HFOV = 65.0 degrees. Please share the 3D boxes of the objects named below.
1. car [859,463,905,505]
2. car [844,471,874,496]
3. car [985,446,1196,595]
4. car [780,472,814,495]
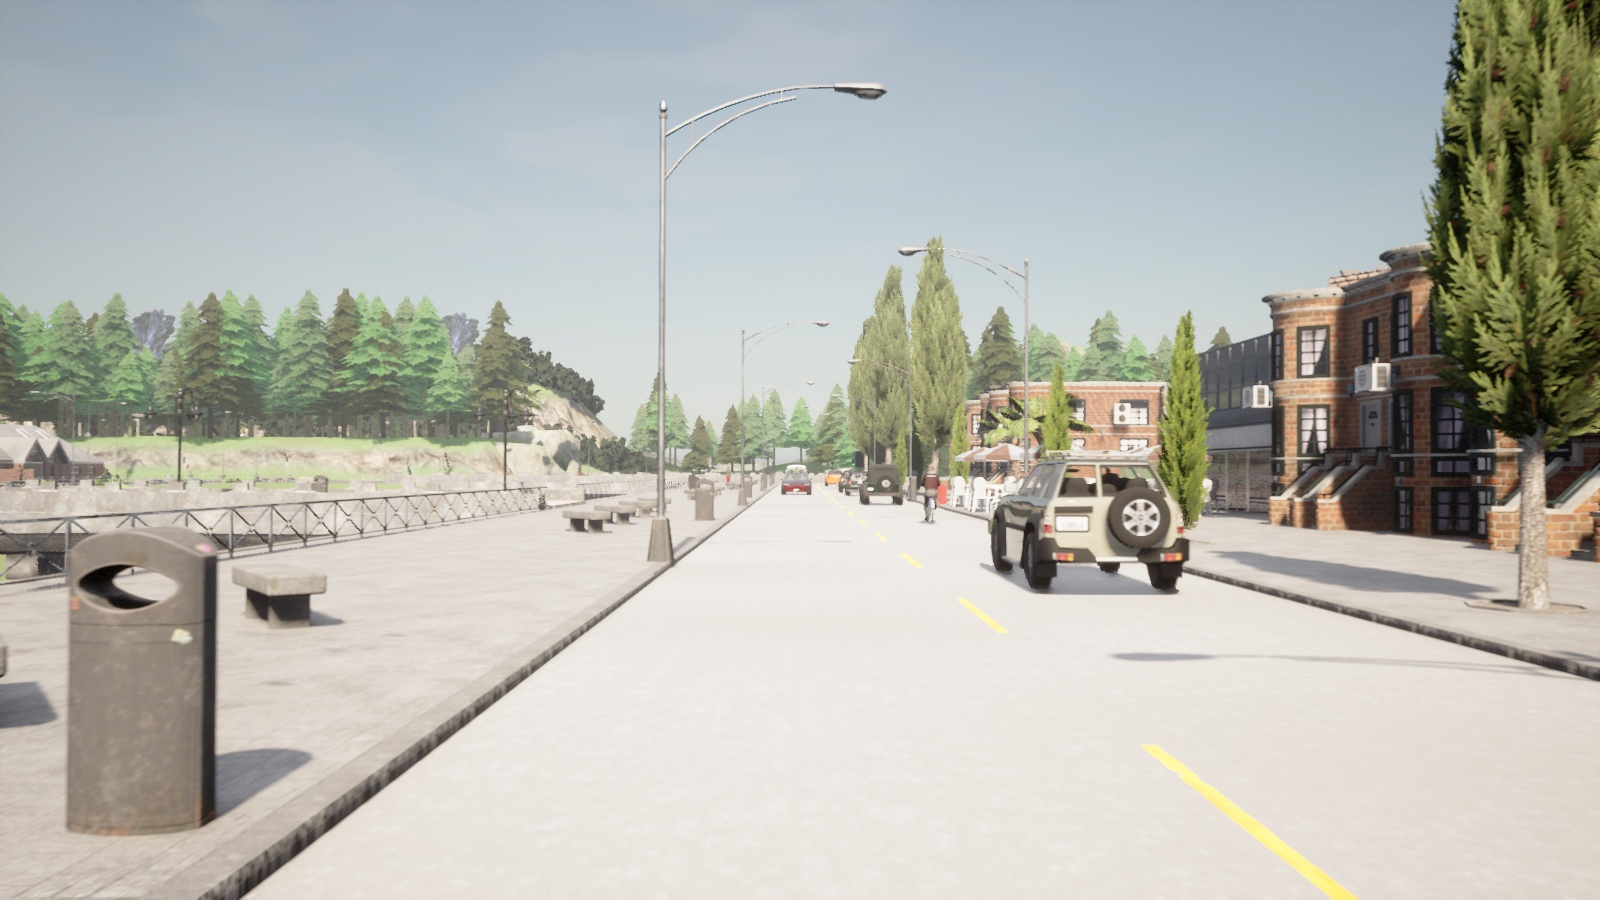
[{"bbox_3d":[3.845,1.591,59.498,1.905,1.878,3.866,0,-1,0],"label":"car"},{"bbox_3d":[3.790,2.134,80.985,1.789,1.549,3.705,0,-1,0],"label":"car"},{"bbox_3d":[3.952,0.916,17.940,1.932,1.855,4.605,0,-1,0],"label":"car"},{"bbox_3d":[-0.214,2.200,82.686,2.163,1.488,4.792,0,-1,0],"label":"car"}]
